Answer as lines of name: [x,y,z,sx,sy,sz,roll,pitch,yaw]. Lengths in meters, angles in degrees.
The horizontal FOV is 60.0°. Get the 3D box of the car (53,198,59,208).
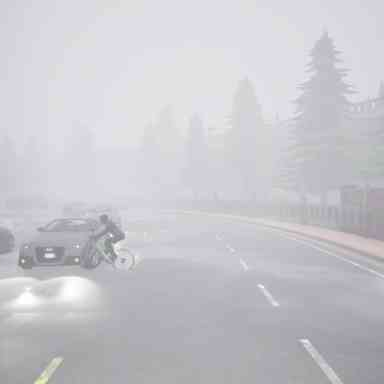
car: [-18.035,1.526,44.855,4.674,1.442,1.812,0,0,23]

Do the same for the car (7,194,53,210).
car: [-20.911,1.221,42.319,5.566,2.045,2.150,0,0,22]

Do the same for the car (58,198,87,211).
car: [-10.103,1.505,29.650,1.837,1.490,4.892,0,0,-35]

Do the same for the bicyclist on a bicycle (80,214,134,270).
bicyclist on a bicycle: [-2.456,1.485,9.640,1.656,1.620,0.582,5,0,-3]

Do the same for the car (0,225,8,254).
car: [-7.472,1.564,10.591,1.994,1.385,4.181,0,0,-3]

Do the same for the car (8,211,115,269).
car: [-4.021,1.562,11.058,1.994,1.385,4.181,0,0,-4]

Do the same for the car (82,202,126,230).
car: [-5.619,1.564,20.824,1.994,1.385,4.181,0,0,-20]

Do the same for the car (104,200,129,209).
car: [-9.637,1.601,39.239,4.718,1.301,1.895,0,0,41]
